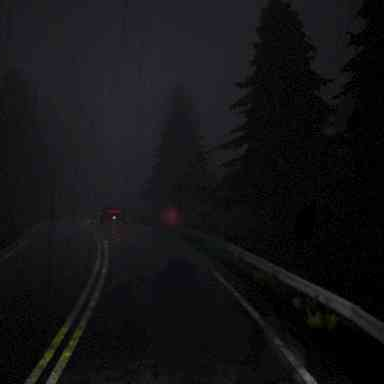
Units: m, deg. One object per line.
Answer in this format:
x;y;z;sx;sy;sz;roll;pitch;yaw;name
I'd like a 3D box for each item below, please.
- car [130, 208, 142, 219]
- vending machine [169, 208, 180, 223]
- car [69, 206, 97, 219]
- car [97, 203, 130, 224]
-7.219;2.875;42.420;1.837;1.490;4.892;-1;-7;8;car
-2.548;3.435;47.942;1.100;2.100;0.880;3;-3;21;vending machine
-11.235;2.189;35.129;2.033;1.411;5.357;0;-5;-1;car
-6.100;1.600;25.453;1.837;1.490;4.892;1;-2;-17;car
